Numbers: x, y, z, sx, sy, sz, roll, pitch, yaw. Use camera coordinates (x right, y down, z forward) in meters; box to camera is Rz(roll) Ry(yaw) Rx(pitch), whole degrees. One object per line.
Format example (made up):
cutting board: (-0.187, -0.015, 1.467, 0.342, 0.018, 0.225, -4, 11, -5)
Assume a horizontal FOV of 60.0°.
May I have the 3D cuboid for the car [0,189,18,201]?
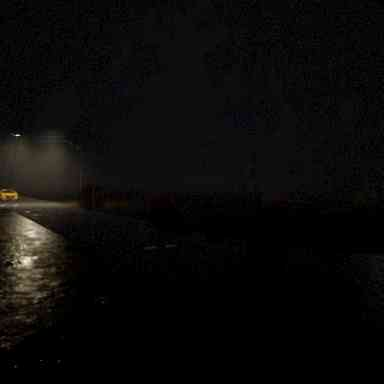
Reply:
car: (-25.067, 0.388, 45.330, 1.882, 1.535, 5.008, 0, 1, -35)
